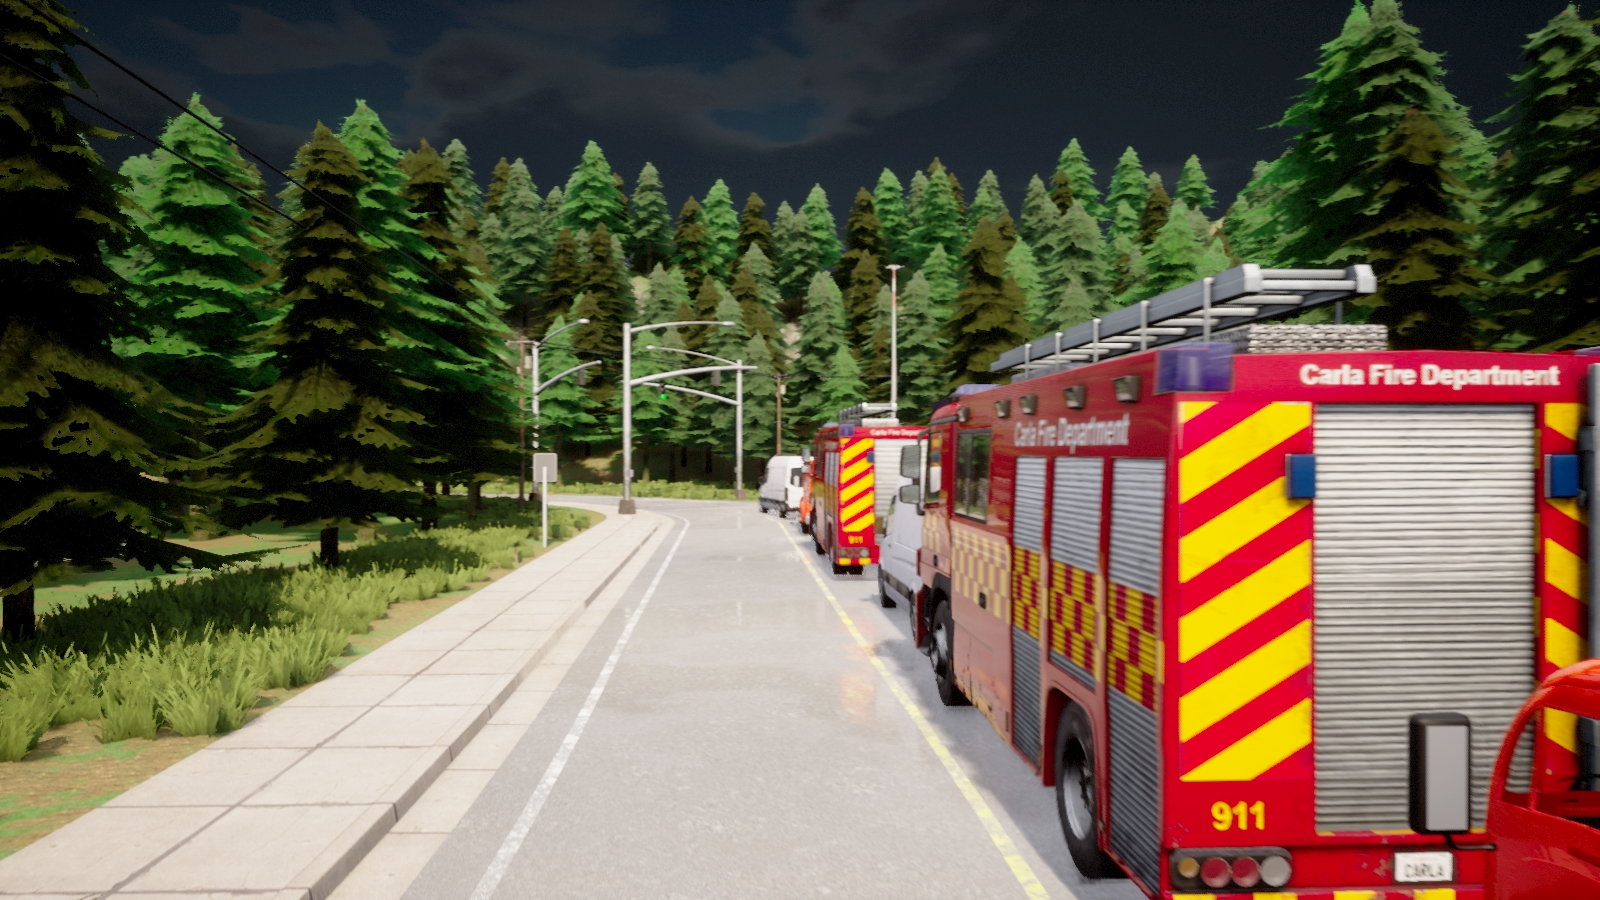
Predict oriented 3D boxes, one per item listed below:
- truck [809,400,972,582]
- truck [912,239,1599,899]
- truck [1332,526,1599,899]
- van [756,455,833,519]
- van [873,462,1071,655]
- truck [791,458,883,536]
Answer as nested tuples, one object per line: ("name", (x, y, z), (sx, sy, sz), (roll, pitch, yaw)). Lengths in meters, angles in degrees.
("truck", (1.947, 0.864, 28.385), (2.891, 3.827, 8.468), (0, 0, -3))
("truck", (3.063, 0.856, 10.030), (2.891, 3.827, 8.468), (0, 0, -3))
("truck", (3.457, 1.532, 1.849), (2.627, 2.467, 5.204), (0, 0, -2))
("van", (-0.334, 1.510, 49.186), (1.988, 2.561, 5.915), (0, 0, -14))
("van", (2.541, 1.507, 18.576), (1.988, 2.561, 5.915), (0, 0, -4))
("truck", (1.187, 1.544, 39.727), (2.627, 2.467, 5.204), (0, 0, -4))
